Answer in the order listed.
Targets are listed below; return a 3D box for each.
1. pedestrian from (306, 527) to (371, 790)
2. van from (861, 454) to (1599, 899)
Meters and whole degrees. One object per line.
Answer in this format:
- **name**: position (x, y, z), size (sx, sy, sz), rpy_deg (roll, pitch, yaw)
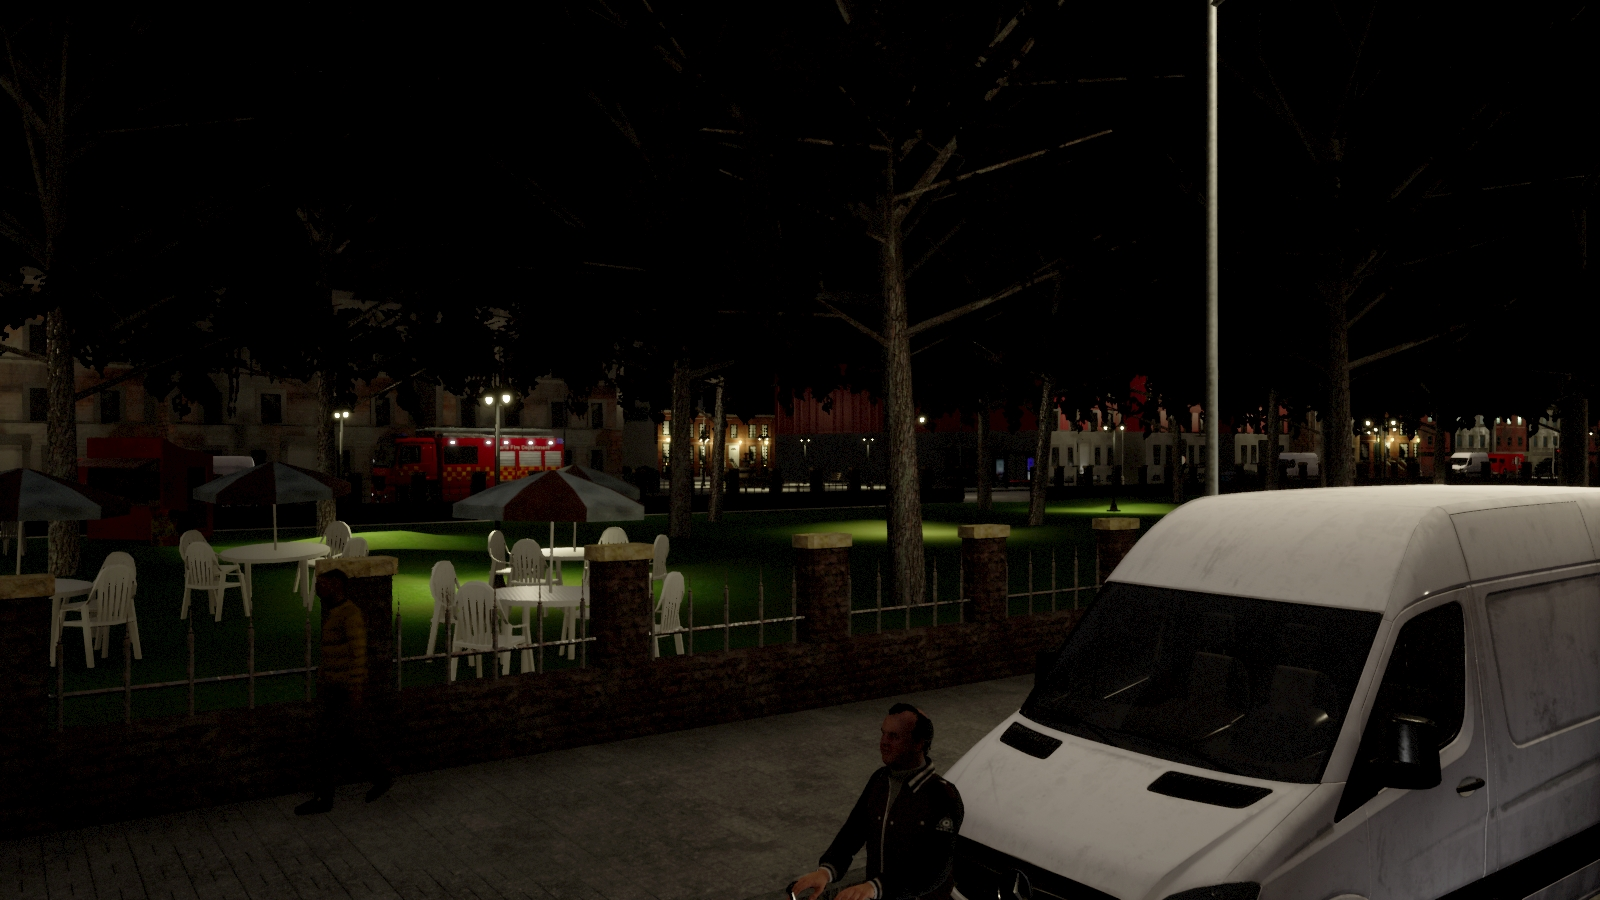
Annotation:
- **pedestrian**: position (-3.440, 1.525, 8.517), size (0.375, 1.860, 0.375), rpy_deg (0, 0, -35)
- **van**: position (3.302, 1.314, 6.746), size (5.915, 2.561, 1.988), rpy_deg (0, 0, -35)
